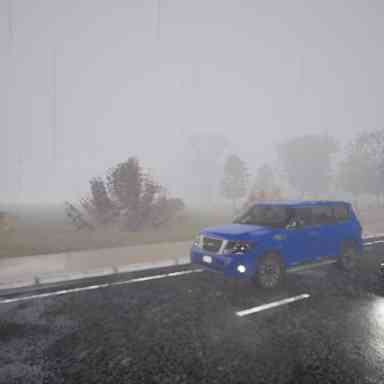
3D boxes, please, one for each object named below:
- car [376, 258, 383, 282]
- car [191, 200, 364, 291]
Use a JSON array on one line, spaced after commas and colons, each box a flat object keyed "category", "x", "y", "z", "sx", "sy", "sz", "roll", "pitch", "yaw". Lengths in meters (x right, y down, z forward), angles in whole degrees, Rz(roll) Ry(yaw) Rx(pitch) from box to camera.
[{"category": "car", "x": 6.914, "y": 1.601, "z": 8.497, "sx": 5.357, "sy": 1.411, "sz": 2.033, "roll": 0, "pitch": 0, "yaw": -35}, {"category": "car", "x": 2.636, "y": 1.257, "z": 9.481, "sx": 5.566, "sy": 2.045, "sz": 2.150, "roll": 0, "pitch": 0, "yaw": -35}]
